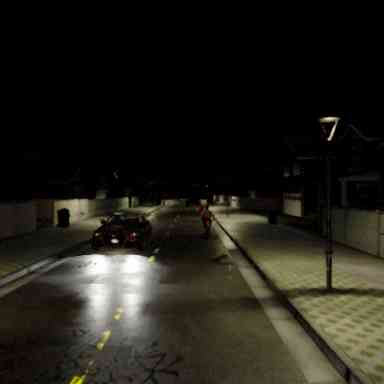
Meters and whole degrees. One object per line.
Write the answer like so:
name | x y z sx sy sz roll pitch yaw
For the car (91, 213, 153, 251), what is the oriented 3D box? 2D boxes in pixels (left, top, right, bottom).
car | -2.831 1.602 14.135 1.994 1.385 4.181 0 0 0

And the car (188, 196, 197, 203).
car | 0.103 1.703 73.780 1.837 1.490 4.892 0 0 0

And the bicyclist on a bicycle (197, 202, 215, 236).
bicyclist on a bicycle | 0.814 1.484 17.580 0.866 1.612 1.509 0 0 0

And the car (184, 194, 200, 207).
car | 0.174 1.379 55.846 2.150 2.045 5.566 0 0 0
